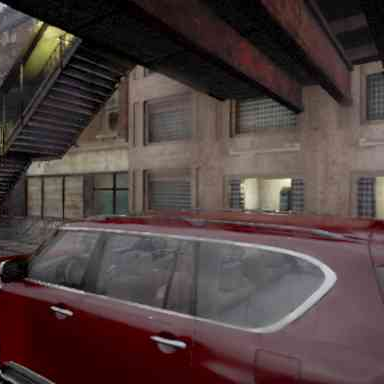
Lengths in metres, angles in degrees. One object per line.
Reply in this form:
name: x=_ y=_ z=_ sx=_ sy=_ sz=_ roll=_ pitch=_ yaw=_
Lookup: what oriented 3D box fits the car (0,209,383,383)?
car: x=-0.422 y=1.212 z=3.609 sx=5.566 sy=2.045 sz=2.435 roll=0 pitch=0 yaw=35
